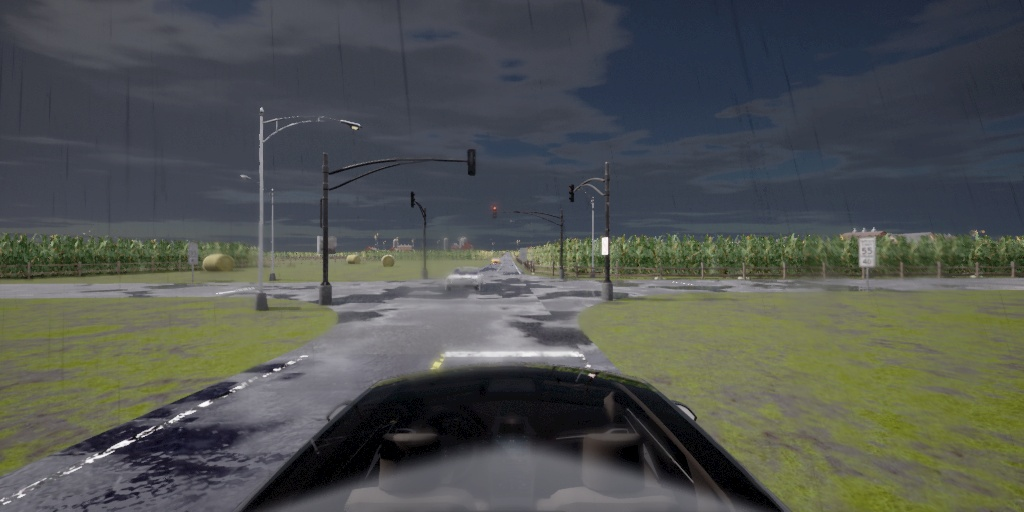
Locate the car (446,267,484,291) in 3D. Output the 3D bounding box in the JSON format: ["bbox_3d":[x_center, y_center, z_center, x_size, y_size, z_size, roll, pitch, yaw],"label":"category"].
[{"bbox_3d":[-2.773,1.353,21.750,1.895,1.301,4.718,0,0,-1],"label":"car"}]
